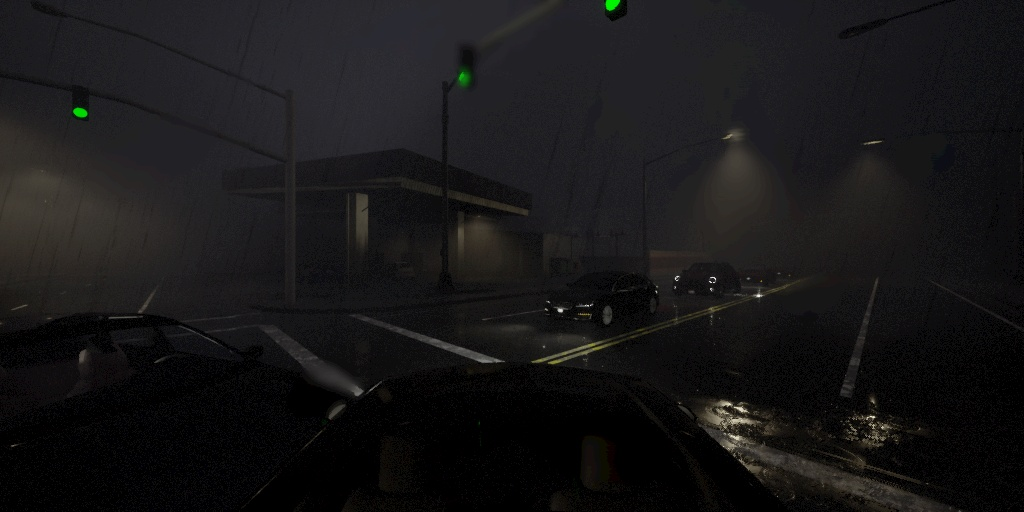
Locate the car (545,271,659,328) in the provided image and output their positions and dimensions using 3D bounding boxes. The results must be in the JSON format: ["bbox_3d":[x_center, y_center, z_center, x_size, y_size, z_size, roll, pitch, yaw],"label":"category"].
[{"bbox_3d":[3.069,1.255,11.608,4.892,1.490,1.837,0,0,-44],"label":"car"}]

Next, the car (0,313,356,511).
[{"bbox_3d":[-3.379,1.242,2.693,4.902,1.511,2.128,0,0,16],"label":"car"}]

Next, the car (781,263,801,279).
[{"bbox_3d":[24.304,1.314,32.075,4.181,1.385,1.994,0,0,-44],"label":"car"}]

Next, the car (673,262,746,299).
[{"bbox_3d":[10.018,1.102,18.341,4.553,1.767,2.097,0,0,-44],"label":"car"}]

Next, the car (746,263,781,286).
[{"bbox_3d":[17.056,1.314,25.138,4.181,1.385,1.994,0,0,-45],"label":"car"}]
